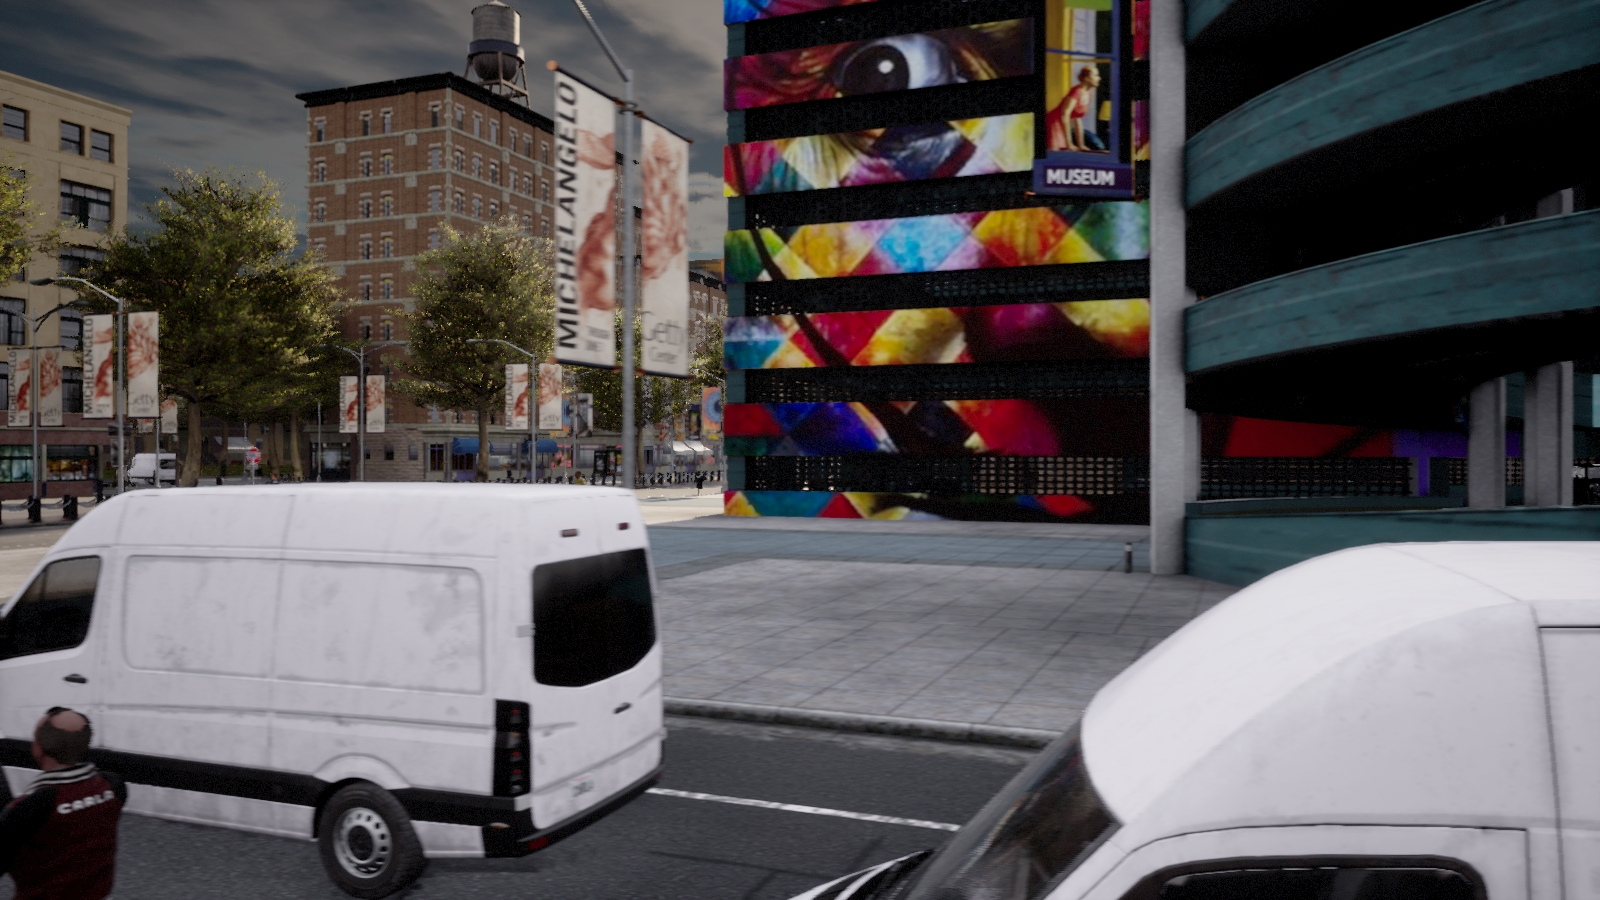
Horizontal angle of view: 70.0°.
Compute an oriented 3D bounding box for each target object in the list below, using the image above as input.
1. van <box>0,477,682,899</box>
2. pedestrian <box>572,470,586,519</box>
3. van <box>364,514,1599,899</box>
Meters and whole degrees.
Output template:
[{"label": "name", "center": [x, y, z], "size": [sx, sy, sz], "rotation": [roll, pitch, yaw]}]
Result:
[{"label": "van", "center": [-4.000, 1.535, 8.658], "size": [5.915, 2.561, 1.988], "rotation": [0, 0, 21]}, {"label": "pedestrian", "center": [-8.498, 1.701, 43.856], "size": [0.375, 1.860, 0.375], "rotation": [0, 0, 36]}, {"label": "van", "center": [2.120, 1.535, 2.715], "size": [5.915, 2.561, 1.988], "rotation": [0, 0, 17]}]
